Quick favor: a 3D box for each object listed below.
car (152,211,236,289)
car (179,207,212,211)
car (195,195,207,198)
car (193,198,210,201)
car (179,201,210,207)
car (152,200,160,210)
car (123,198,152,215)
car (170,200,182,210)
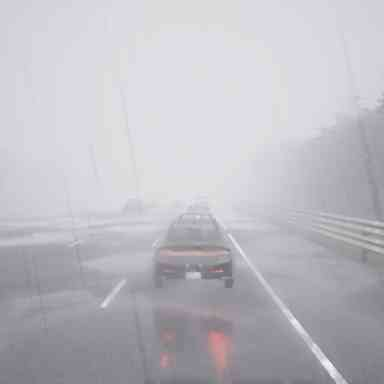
[{"bbox_3d":[0.068,1.482,9.130,2.128,1.511,4.902,0,0,1],"label":"car"},{"bbox_3d":[0.187,1.601,15.310,1.895,1.301,4.718,0,0,1],"label":"car"},{"bbox_3d":[1.352,1.475,47.871,2.150,2.045,5.566,0,-1,2],"label":"car"},{"bbox_3d":[0.955,1.683,35.409,1.994,1.385,4.181,0,-1,2],"label":"car"},{"bbox_3d":[0.425,1.576,23.352,2.033,1.411,5.357,0,0,2],"label":"car"},{"bbox_3d":[-5.655,1.826,47.647,1.895,1.301,4.718,0,-1,1],"label":"car"},{"bbox_3d":[-6.018,1.471,36.156,2.097,1.767,4.553,0,0,2],"label":"car"},{"bbox_3d":[-2.142,1.788,47.838,2.033,1.411,5.357,0,-1,2],"label":"car"}]
